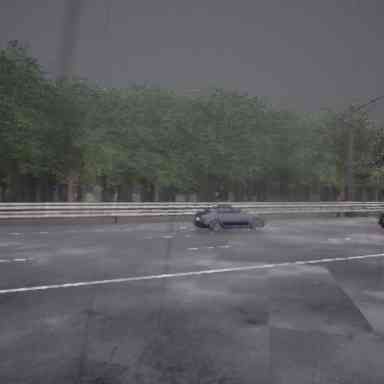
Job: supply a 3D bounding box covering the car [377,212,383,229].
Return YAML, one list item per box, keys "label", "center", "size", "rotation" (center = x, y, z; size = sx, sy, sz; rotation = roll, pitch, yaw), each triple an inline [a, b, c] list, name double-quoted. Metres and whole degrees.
- label: "car"
  center: [13.624, 1.606, 20.652]
  size: [4.674, 1.442, 1.812]
  rotation: [1, 0, -24]

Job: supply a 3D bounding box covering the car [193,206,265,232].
- label: "car"
  center: [2.149, 1.503, 19.421]
  size: [4.181, 1.385, 1.994]
  rotation: [1, 0, -24]
